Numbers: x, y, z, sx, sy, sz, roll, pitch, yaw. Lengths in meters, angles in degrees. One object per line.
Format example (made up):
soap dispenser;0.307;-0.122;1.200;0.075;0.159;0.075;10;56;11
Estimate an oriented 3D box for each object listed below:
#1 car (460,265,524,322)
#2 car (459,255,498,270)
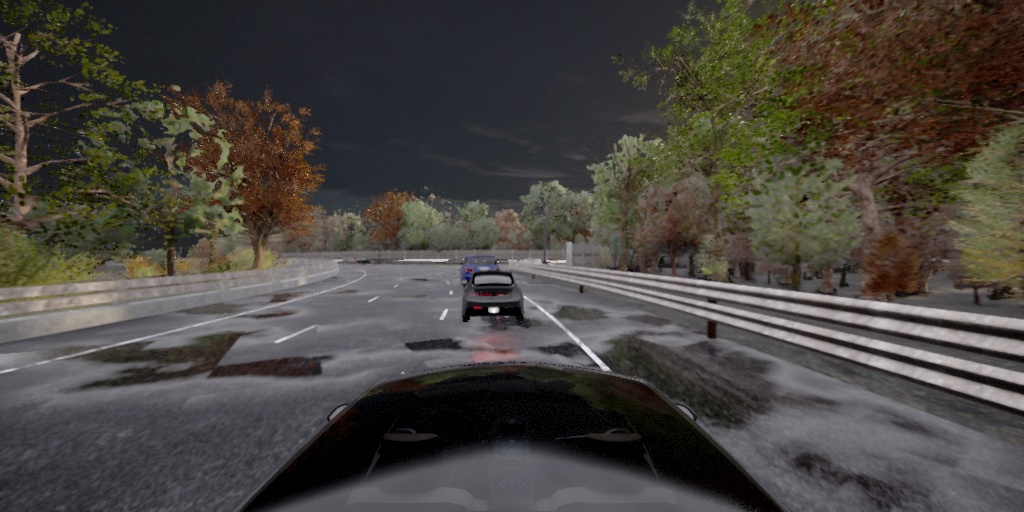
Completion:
car;-0.690;1.240;12.326;1.837;1.490;4.892;0;0;-4
car;-2.108;0.944;22.740;2.150;2.045;5.566;0;0;-11
